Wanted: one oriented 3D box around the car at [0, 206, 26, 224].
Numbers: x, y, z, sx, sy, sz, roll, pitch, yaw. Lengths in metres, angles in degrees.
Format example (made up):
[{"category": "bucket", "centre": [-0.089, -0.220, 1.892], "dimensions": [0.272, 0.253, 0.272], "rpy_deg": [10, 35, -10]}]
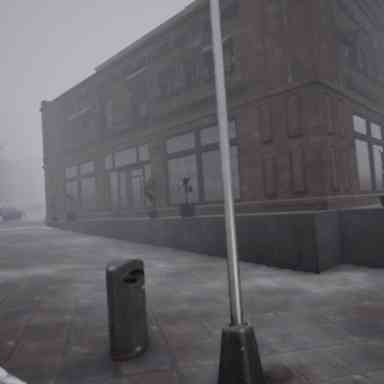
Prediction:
[{"category": "car", "centre": [-17.004, 1.969, 29.831], "dimensions": [1.882, 1.535, 5.008], "rpy_deg": [-4, 0, 5]}]
